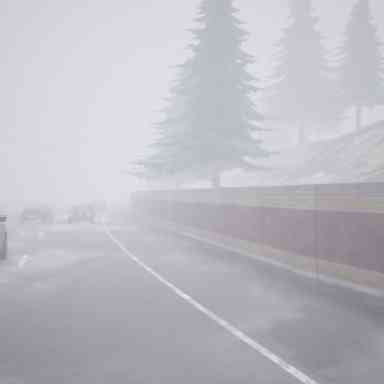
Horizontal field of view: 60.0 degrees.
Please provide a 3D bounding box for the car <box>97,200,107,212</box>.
[{"bbox_3d":[-11.690,1.671,40.977,1.994,1.385,4.181,-1,0,-9],"label":"car"}]

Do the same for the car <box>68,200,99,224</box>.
[{"bbox_3d":[-8.497,1.629,25.710,2.033,1.411,5.357,-1,0,-16],"label":"car"}]

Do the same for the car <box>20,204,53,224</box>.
[{"bbox_3d":[-12.367,1.661,26.633,1.812,1.442,4.674,-1,0,-15],"label":"car"}]

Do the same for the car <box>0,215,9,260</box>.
[{"bbox_3d":[-6.663,1.299,9.367,2.150,2.045,5.566,-1,0,-23],"label":"car"}]
